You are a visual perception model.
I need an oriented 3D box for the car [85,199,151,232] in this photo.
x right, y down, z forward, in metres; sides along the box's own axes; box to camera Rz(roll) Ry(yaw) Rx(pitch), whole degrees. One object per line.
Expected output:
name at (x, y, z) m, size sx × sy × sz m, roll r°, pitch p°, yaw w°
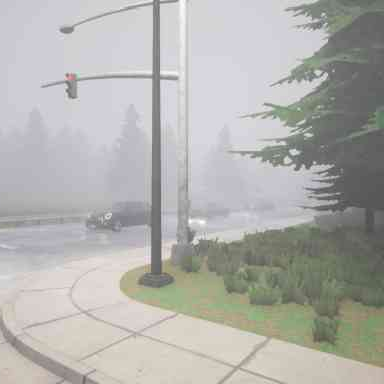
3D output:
car at (-4.189, 1.325, 20.242) m, size 2.097 × 1.767 × 4.553 m, roll 0°, pitch 0°, yaw 34°

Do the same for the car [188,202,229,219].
car at (1.488, 1.537, 28.468) m, size 1.994 × 1.385 × 4.181 m, roll 0°, pitch 0°, yaw 35°

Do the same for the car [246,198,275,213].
car at (7.724, 1.463, 37.364) m, size 2.128 × 1.511 × 4.902 m, roll 0°, pitch 0°, yaw 36°
